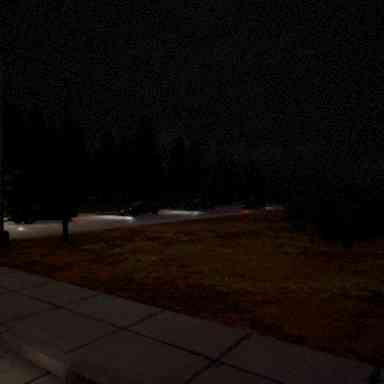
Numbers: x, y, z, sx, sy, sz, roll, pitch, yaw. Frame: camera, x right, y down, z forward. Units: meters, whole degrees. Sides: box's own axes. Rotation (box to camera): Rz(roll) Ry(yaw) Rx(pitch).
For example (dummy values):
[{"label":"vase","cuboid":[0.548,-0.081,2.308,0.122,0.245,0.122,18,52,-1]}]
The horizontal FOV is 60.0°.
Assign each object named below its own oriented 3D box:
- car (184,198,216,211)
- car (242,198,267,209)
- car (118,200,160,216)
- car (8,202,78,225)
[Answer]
[{"label":"car","cuboid":[1.055,1.504,41.405,1.882,1.535,5.008,0,0,37]},{"label":"car","cuboid":[8.474,1.533,45.231,1.837,1.490,4.892,0,1,37]},{"label":"car","cuboid":[-5.165,1.552,33.022,1.812,1.442,4.674,0,0,37]},{"label":"car","cuboid":[-11.092,1.504,25.029,1.882,1.535,5.008,0,0,37]}]
